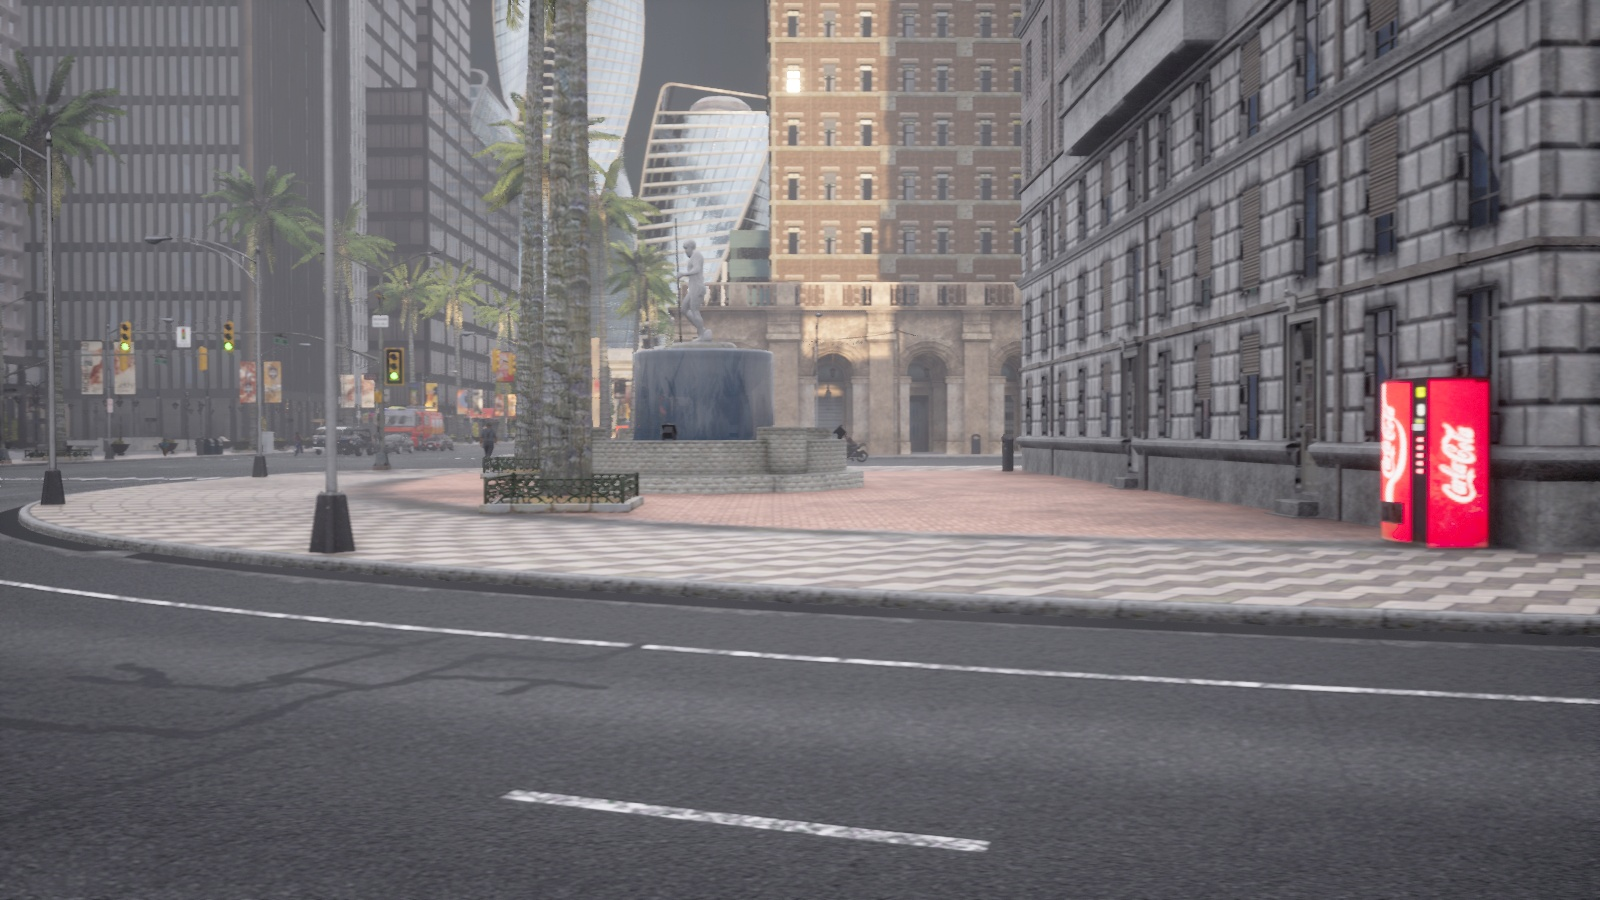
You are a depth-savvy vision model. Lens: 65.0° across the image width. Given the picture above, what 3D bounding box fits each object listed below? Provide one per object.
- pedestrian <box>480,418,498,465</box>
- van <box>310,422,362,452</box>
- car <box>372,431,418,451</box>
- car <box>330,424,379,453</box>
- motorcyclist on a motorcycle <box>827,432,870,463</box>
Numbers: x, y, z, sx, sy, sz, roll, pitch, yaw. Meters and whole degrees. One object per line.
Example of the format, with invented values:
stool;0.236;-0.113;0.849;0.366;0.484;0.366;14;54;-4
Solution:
pedestrian;-12.308;-0.322;49.674;0.540;1.848;0.694;0;1;-2
van;-33.197;-0.941;90.005;2.069;2.038;4.480;0;1;0
car;-29.720;-0.681;92.358;1.837;1.490;4.892;0;1;0
car;-29.652;-0.758;83.668;1.905;1.878;3.866;0;1;0
motorcyclist on a motorcycle;2.390;-0.112;61.806;2.044;1.523;0.797;0;1;-1
